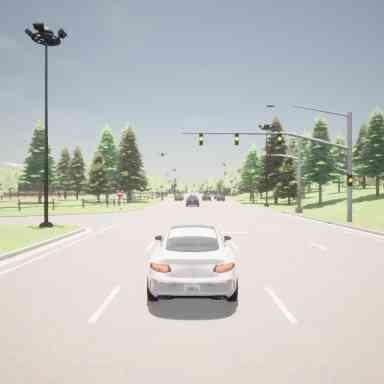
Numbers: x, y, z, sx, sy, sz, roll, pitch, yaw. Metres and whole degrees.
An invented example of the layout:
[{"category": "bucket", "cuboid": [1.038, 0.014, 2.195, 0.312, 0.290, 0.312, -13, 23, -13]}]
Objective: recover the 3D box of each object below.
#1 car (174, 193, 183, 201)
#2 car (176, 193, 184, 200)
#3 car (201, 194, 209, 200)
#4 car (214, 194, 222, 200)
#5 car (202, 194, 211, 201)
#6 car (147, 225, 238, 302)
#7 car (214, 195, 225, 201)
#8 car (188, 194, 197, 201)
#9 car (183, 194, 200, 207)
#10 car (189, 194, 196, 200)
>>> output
[{"category": "car", "cuboid": [-3.346, 1.544, 83.071, 1.994, 1.385, 4.181, 0, 0, 0]}, {"category": "car", "cuboid": [-3.327, 1.187, 93.077, 2.097, 1.767, 4.553, 0, 0, 0]}, {"category": "car", "cuboid": [3.673, 1.372, 93.094, 2.033, 1.411, 5.357, 0, 0, 0]}, {"category": "car", "cuboid": [7.173, 1.385, 93.088, 1.994, 1.385, 4.181, 0, 0, 0]}, {"category": "car", "cuboid": [3.654, 1.348, 83.061, 2.097, 1.767, 4.553, 0, 0, 0]}, {"category": "car", "cuboid": [0.022, 1.526, 8.165, 1.812, 1.442, 4.674, 0, 0, 0]}, {"category": "car", "cuboid": [7.154, 1.517, 82.668, 2.128, 1.511, 4.902, 0, 0, 0]}, {"category": "car", "cuboid": [0.154, 1.348, 83.067, 2.097, 1.767, 4.553, 0, 0, 0]}, {"category": "car", "cuboid": [0.097, 1.352, 52.038, 2.097, 1.767, 4.553, 0, 0, 0]}, {"category": "car", "cuboid": [0.173, 1.332, 93.101, 1.837, 1.490, 4.892, 0, 0, 0]}]
